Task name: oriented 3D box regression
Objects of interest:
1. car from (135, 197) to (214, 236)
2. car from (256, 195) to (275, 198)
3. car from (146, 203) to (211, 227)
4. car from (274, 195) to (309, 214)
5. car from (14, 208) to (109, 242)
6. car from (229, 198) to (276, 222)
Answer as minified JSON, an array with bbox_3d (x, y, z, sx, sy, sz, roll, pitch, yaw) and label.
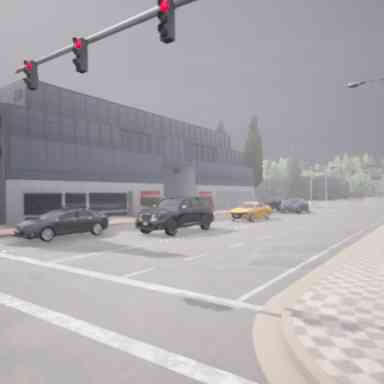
[{"bbox_3d":[-0.846,1.317,19.635,2.150,2.045,5.566,-1,0,36],"label":"car"},{"bbox_3d":[8.560,1.337,38.655,2.150,2.045,5.566,-1,0,36],"label":"car"},{"bbox_3d":[-0.882,1.671,25.564,2.033,1.411,5.357,-1,0,36],"label":"car"},{"bbox_3d":[11.146,1.436,36.251,2.097,1.767,4.553,-1,0,36],"label":"car"},{"bbox_3d":[-6.695,1.634,17.537,1.837,1.490,4.892,-1,0,37],"label":"car"},{"bbox_3d":[4.862,1.568,27.550,1.882,1.535,5.008,-1,0,36],"label":"car"}]
